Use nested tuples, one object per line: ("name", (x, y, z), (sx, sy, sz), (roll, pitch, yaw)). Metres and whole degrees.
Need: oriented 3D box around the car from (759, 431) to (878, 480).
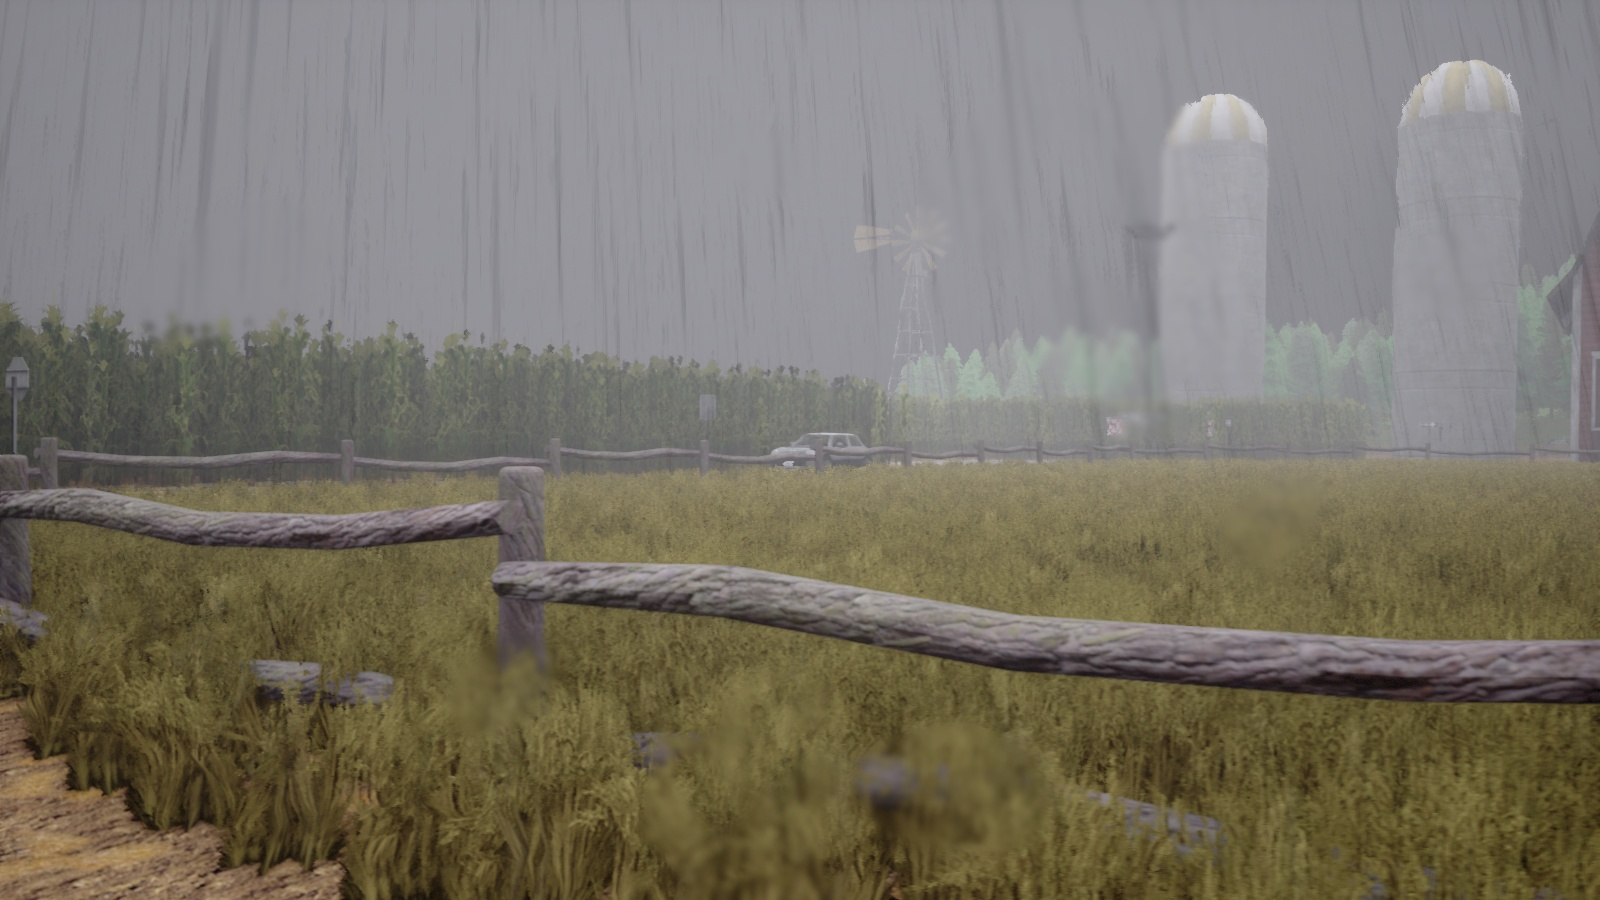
("car", (0.627, 0.141, 39.600), (1.970, 1.475, 3.806), (0, 1, 34))
